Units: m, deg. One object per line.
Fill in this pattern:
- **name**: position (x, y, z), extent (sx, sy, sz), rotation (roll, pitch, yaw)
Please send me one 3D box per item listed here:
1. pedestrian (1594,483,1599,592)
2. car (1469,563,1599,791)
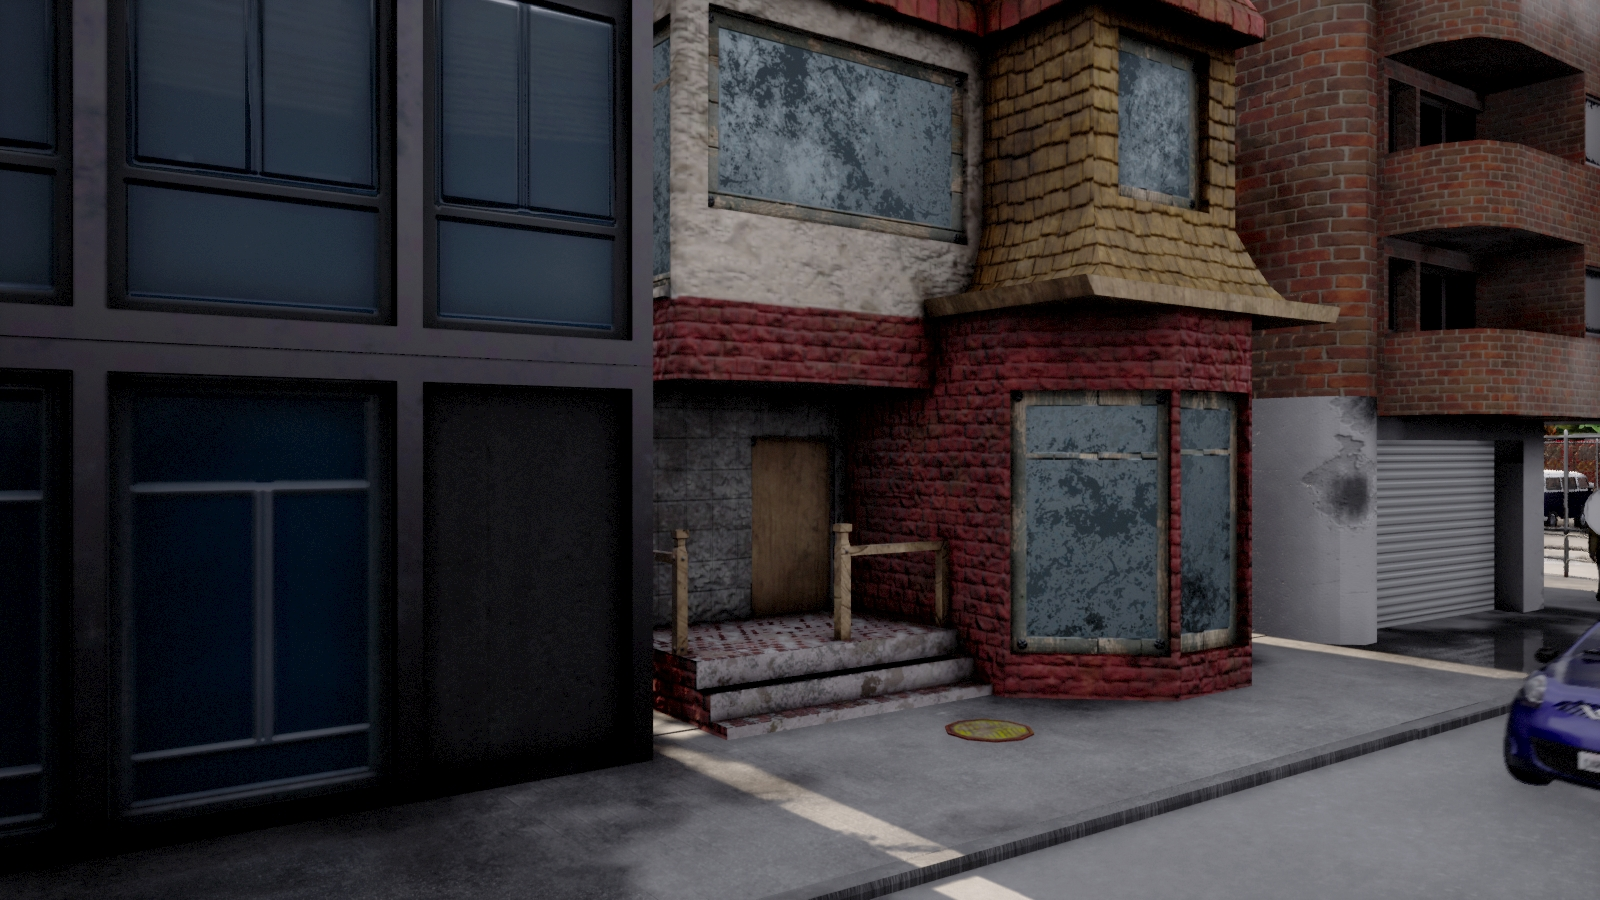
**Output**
- **pedestrian**: position (13.986, 1.507, 19.750), extent (0.375, 1.860, 0.375), rotation (0, 0, 24)
- **car**: position (7.490, 1.814, 9.623), extent (3.633, 1.501, 1.845), rotation (0, 0, -35)
